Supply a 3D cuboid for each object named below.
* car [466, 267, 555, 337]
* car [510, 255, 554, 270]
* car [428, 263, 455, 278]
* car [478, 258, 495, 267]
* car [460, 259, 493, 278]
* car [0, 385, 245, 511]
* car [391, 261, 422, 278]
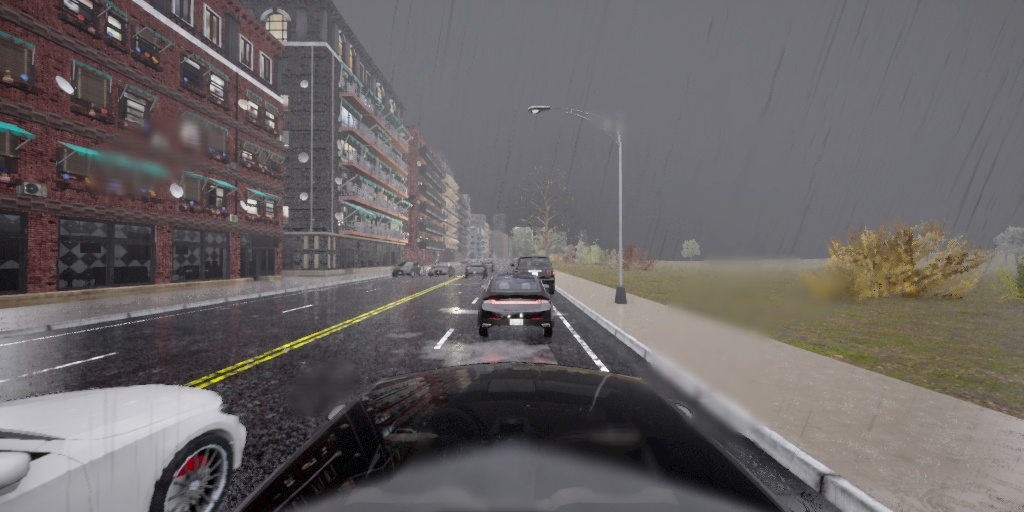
[{"bbox_3d":[0.090,1.243,10.318,2.128,1.511,4.902,0,0,0],"label":"car"},{"bbox_3d":[1.115,0.977,20.189,2.150,2.045,5.566,0,0,0],"label":"car"},{"bbox_3d":[-6.641,1.316,34.270,1.994,1.385,4.181,0,0,0],"label":"car"},{"bbox_3d":[-3.209,1.242,45.867,2.128,1.511,4.902,0,0,0],"label":"car"},{"bbox_3d":[-3.189,1.239,33.066,2.128,1.511,4.902,0,-1,0],"label":"car"},{"bbox_3d":[-3.149,1.276,1.040,1.812,1.442,4.674,0,0,0],"label":"car"},{"bbox_3d":[-9.891,1.256,34.037,1.837,1.490,4.892,0,0,0],"label":"car"}]
